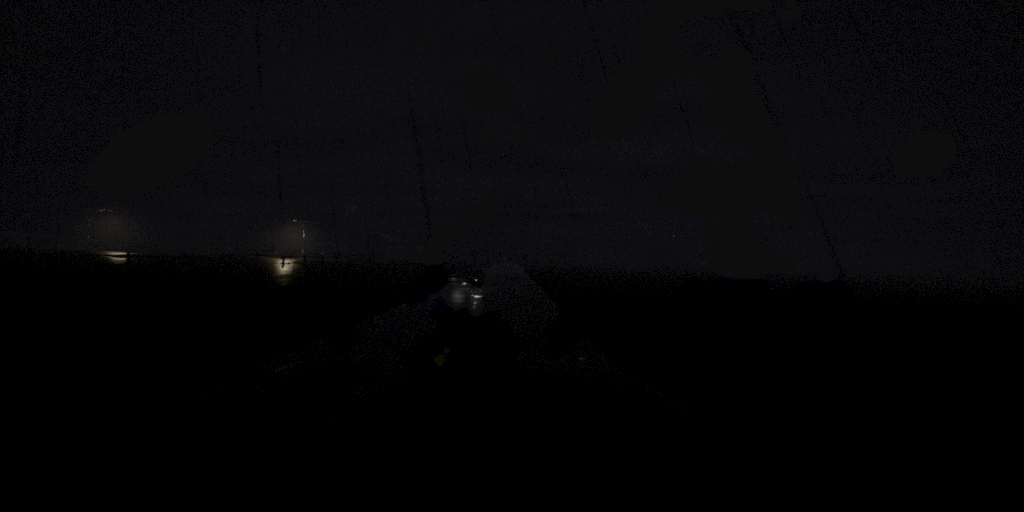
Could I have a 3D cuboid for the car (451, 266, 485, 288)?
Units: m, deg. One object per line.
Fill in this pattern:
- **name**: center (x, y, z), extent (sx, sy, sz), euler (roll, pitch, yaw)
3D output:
- **car**: center (-2.850, 1.376, 24.620), extent (2.033, 1.411, 5.357), euler (0, 0, 0)
